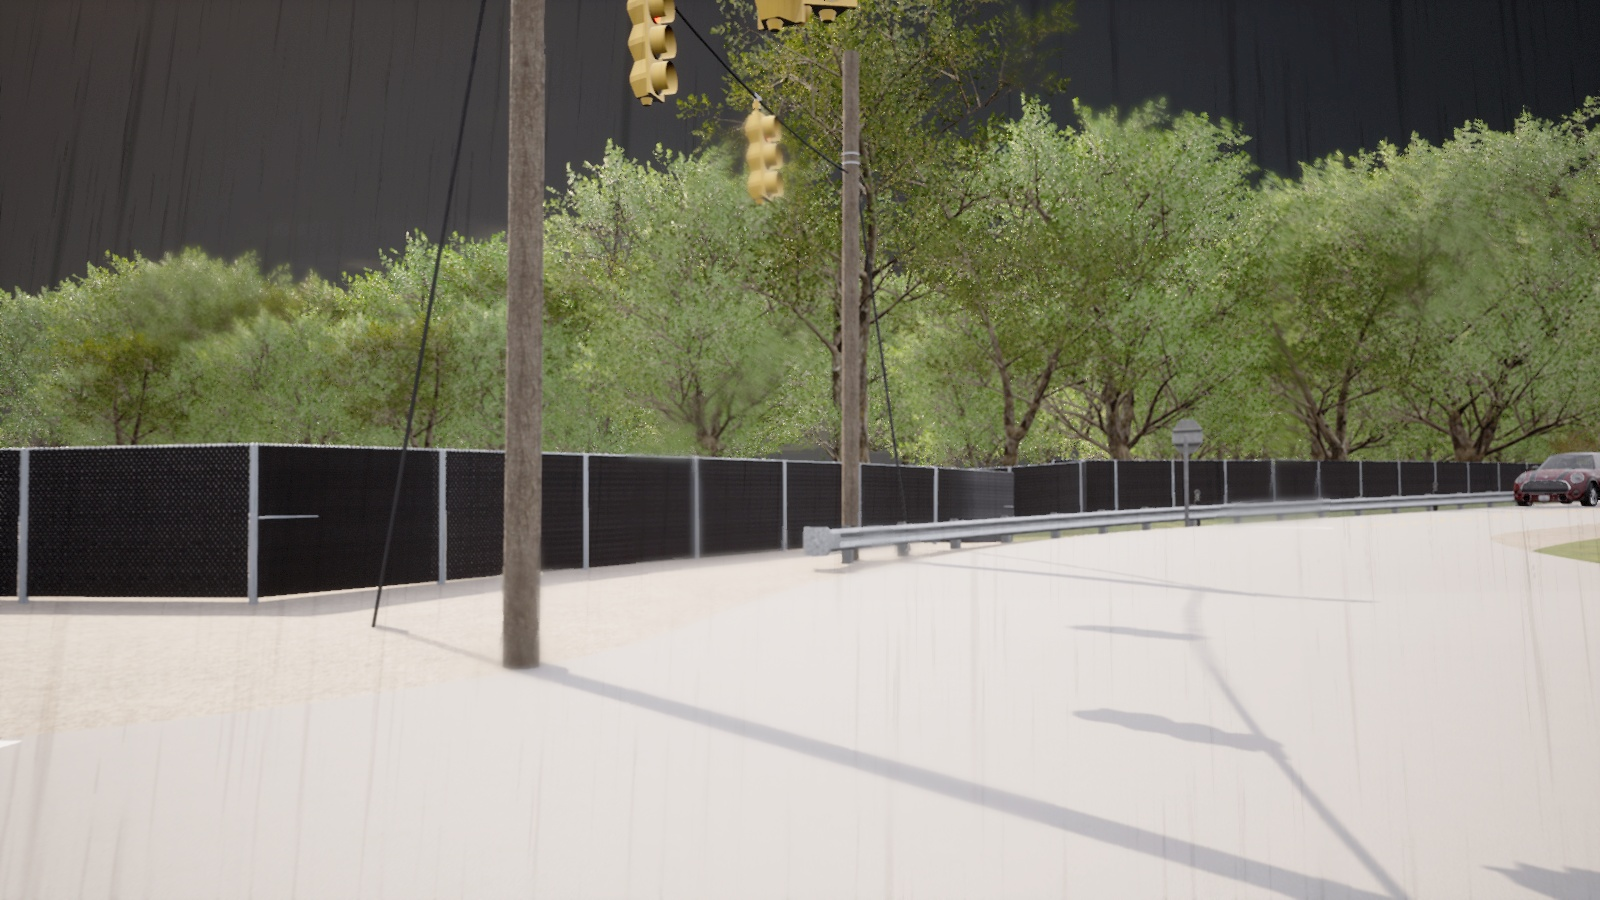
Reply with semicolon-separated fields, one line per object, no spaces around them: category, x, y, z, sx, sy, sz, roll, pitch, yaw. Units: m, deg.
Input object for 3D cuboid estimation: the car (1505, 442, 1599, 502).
car;24.286;0.662;39.366;4.553;1.767;2.097;-1;-2;-37
